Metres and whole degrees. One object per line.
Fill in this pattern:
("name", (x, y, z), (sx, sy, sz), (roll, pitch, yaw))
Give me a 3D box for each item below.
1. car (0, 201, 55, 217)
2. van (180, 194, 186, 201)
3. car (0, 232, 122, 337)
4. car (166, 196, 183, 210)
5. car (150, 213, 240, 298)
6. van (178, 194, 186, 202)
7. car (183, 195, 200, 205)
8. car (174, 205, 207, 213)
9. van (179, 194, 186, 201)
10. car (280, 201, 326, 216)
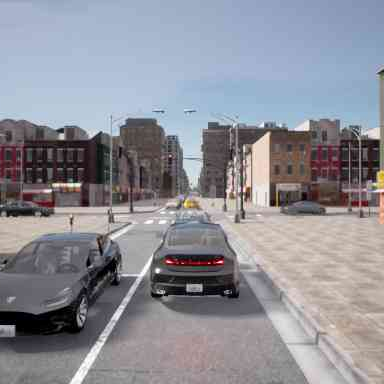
("car", (-14.713, 1.543, 29.512), (4.892, 1.490, 1.837), (0, 0, 0))
("van", (-2.470, 1.561, 95.038), (1.690, 1.788, 3.998), (0, 0, 0))
("car", (-2.622, 1.568, 6.819), (1.947, 1.339, 4.313), (0, 0, 0))
("car", (-2.557, 1.576, 44.419), (1.752, 1.417, 4.829), (0, 0, 0))
("car", (0.085, 1.508, 8.496), (1.837, 1.490, 4.892), (0, 0, 1))
("van", (-2.489, 1.516, 83.827), (1.690, 1.788, 3.998), (0, 0, 0))
("car", (0.063, 1.531, 45.928), (1.882, 1.535, 5.008), (0, 0, 1))
("car", (0.059, 1.610, 17.707), (1.895, 1.301, 4.718), (0, 0, 1))
("van", (-2.479, 1.538, 89.432), (1.690, 1.788, 3.998), (0, 0, 0))
("car", (10.756, 1.576, 32.381), (4.181, 1.385, 1.994), (0, 0, 0))
